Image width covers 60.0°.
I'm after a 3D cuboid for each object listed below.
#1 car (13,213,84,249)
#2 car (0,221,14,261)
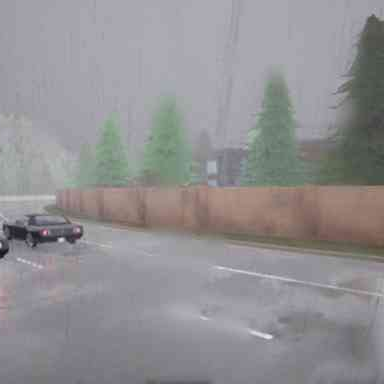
[{"bbox_3d":[-6.735,1.596,14.727,4.718,1.301,1.895,0,0,45],"label":"car"},{"bbox_3d":[-7.690,1.586,10.786,4.718,1.301,1.895,0,0,44],"label":"car"}]
